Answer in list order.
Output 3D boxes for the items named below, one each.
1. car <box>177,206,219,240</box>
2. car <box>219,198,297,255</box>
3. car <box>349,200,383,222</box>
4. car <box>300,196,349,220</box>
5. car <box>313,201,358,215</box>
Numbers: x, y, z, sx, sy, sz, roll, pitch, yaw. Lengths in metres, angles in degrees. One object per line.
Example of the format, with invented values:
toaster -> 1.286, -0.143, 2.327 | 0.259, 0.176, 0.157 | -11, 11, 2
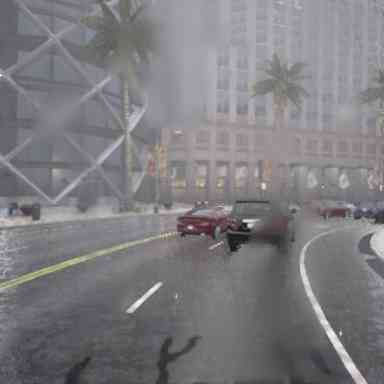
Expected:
car -> 1.001, 1.502, 17.557 | 1.882, 1.535, 5.008 | 0, 0, 26
car -> 3.079, 1.261, 13.973 | 2.150, 2.045, 5.566 | 0, 0, 22
car -> 15.804, 1.514, 28.092 | 4.553, 1.767, 2.097 | 0, 0, -32
car -> 12.245, 1.485, 29.985 | 4.553, 1.767, 2.097 | 0, 0, -35
car -> 15.536, 1.691, 36.074 | 4.674, 1.442, 1.812 | 1, 0, -24
